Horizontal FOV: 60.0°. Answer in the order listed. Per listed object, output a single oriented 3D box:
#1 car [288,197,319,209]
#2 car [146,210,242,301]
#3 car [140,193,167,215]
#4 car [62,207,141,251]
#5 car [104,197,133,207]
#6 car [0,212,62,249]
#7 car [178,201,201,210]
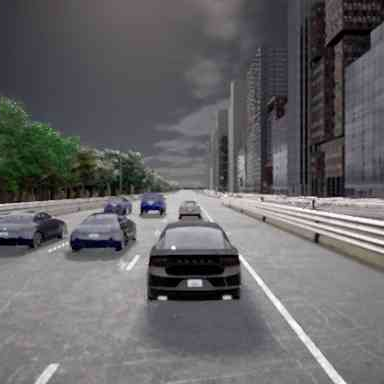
[{"bbox_3d":[14.530,1.413,43.626,2.163,1.488,4.792,0,0,-18],"label":"car"},{"bbox_3d":[0.026,1.446,8.327,1.882,1.535,5.008,0,0,-1],"label":"car"},{"bbox_3d":[-3.732,1.125,32.546,2.150,2.045,5.566,0,0,-1],"label":"car"},{"bbox_3d":[-3.532,1.525,13.902,1.994,1.385,4.181,0,0,-1],"label":"car"},{"bbox_3d":[-7.238,1.266,33.021,2.097,1.767,4.553,0,0,-1],"label":"car"},{"bbox_3d":[-7.038,1.535,14.468,1.994,1.385,4.181,0,0,-1],"label":"car"},{"bbox_3d":[-0.181,1.453,27.805,2.033,1.411,5.357,0,0,-1],"label":"car"}]
